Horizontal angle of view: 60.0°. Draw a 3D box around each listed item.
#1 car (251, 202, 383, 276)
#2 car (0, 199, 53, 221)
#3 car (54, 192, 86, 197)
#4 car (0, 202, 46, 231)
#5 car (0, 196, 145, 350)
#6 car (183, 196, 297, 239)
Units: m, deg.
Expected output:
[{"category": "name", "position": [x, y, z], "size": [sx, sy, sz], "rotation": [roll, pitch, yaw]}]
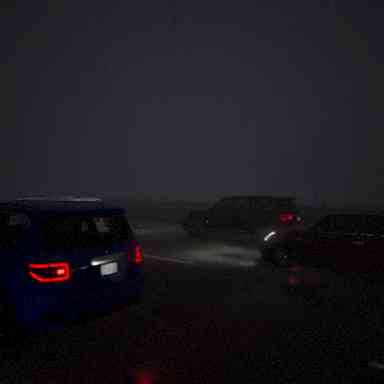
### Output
[{"category": "car", "position": [4.320, 1.341, 9.510], "size": [4.553, 1.767, 2.097], "rotation": [0, 0, 35]}, {"category": "car", "position": [-13.170, 1.374, 26.285], "size": [4.674, 1.442, 1.812], "rotation": [1, 0, 36]}, {"category": "car", "position": [-5.397, 1.156, 12.142], "size": [5.566, 2.045, 2.150], "rotation": [0, 0, 36]}, {"category": "car", "position": [-11.608, 1.422, 20.872], "size": [5.357, 1.411, 2.033], "rotation": [0, 0, 35]}, {"category": "car", "position": [-3.391, 1.186, 6.411], "size": [5.566, 2.045, 2.150], "rotation": [1, 0, 36]}, {"category": "car", "position": [2.231, 1.181, 15.284], "size": [5.566, 2.045, 2.150], "rotation": [1, 0, 35]}]
